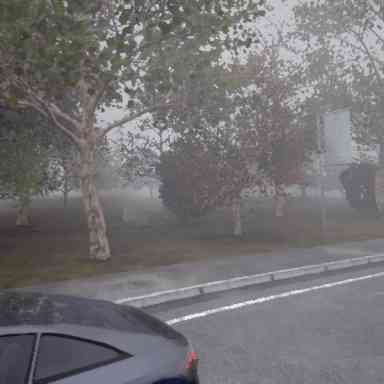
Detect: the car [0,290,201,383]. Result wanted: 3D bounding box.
[{"bbox_3d":[-1.930,1.567,2.385,4.181,1.385,1.994,0,0,-35],"label":"car"}]
